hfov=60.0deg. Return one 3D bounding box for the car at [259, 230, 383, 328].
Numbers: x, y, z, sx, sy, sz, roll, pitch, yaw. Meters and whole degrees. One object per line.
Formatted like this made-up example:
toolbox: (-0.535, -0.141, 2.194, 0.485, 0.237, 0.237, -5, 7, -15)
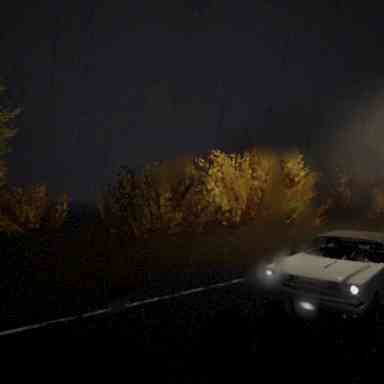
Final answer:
car: (3.379, 1.569, 7.152, 1.895, 1.301, 4.718, 0, 0, 42)
